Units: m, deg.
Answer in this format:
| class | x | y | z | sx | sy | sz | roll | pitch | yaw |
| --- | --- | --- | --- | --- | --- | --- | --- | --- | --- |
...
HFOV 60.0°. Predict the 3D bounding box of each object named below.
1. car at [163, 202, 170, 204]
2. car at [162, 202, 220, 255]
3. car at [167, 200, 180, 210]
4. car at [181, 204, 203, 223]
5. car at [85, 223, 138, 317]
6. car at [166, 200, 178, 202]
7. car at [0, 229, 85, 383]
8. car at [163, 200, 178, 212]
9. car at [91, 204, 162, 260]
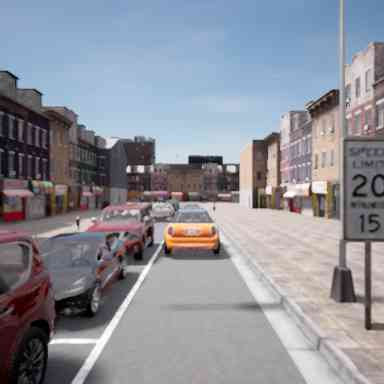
| class | x | y | z | sx | sy | sz | roll | pitch | yaw |
| --- | --- | --- | --- | --- | --- | --- | --- | --- | --- |
| car | -2.639 | 1.837 | 29.317 | 2.008 | 1.369 | 4.403 | 0 | -1 | 0 |
| car | 0.005 | 1.485 | 14.073 | 2.097 | 1.767 | 4.553 | 0 | -1 | 0 |
| car | -3.007 | 2.020 | 54.032 | 1.882 | 1.535 | 5.008 | 0 | -1 | 0 |
| car | 0.009 | 1.813 | 29.392 | 1.812 | 1.442 | 4.674 | 0 | 0 | 0 |
| car | -2.642 | 1.639 | 7.610 | 1.947 | 1.339 | 4.313 | 0 | -1 | 0 |
| car | -2.639 | 1.865 | 34.574 | 1.752 | 1.417 | 4.829 | 0 | -1 | 0 |
| car | -2.644 | 1.337 | 2.186 | 2.192 | 1.841 | 5.009 | 0 | -1 | 0 |
| car | -3.014 | 1.973 | 47.031 | 1.837 | 1.490 | 4.892 | 0 | -1 | 0 |
| car | -2.643 | 1.440 | 13.039 | 2.192 | 1.841 | 5.009 | 0 | -1 | 0 |
